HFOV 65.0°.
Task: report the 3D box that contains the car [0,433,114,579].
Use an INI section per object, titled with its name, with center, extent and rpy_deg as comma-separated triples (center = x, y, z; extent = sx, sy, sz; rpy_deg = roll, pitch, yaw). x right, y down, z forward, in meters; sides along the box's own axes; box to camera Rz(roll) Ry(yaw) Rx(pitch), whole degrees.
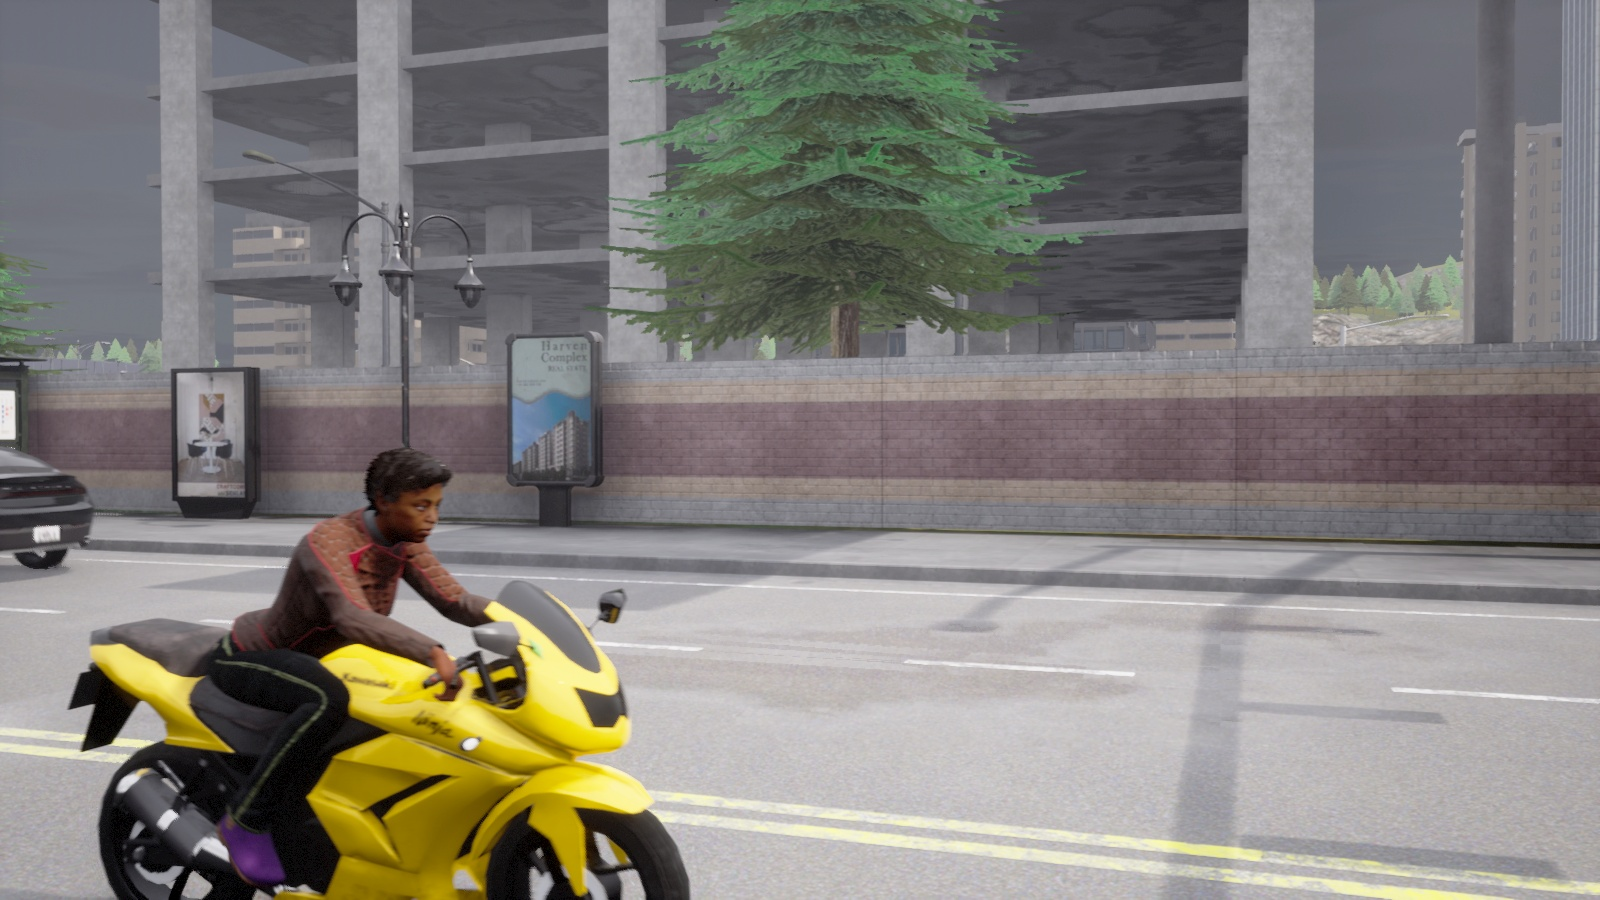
[car]
center = -10.340, 0.546, 14.054
extent = 4.892, 1.490, 1.837
rpy_deg = 1, 1, 19

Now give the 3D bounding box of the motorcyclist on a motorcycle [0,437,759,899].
[motorcyclist on a motorcycle]
center = -1.223, 0.741, 3.604
extent = 2.044, 1.523, 0.797
rpy_deg = 1, 1, 19
